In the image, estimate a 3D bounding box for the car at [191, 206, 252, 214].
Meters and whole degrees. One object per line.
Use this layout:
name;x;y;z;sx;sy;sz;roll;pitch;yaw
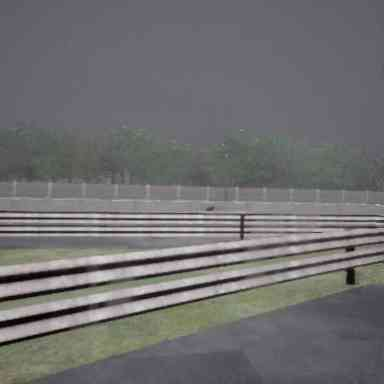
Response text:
car;2.351;1.750;26.114;4.718;1.301;1.895;1;-1;-10
